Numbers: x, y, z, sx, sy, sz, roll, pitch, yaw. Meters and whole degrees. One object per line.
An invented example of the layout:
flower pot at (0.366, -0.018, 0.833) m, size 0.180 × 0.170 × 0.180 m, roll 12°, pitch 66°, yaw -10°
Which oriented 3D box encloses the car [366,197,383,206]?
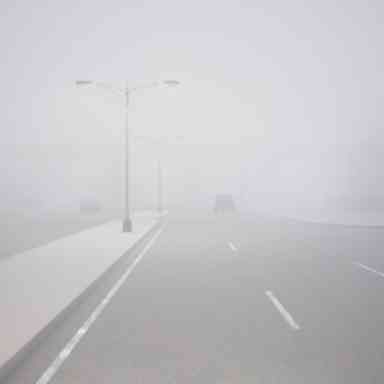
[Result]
car at (29.701, 1.601, 55.829) m, size 4.892 × 1.490 × 1.837 m, roll 0°, pitch -1°, yaw 0°

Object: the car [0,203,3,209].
car at (-26.220, 1.606, 41.375) m, size 4.902 × 1.511 × 2.128 m, roll 0°, pitch 0°, yaw 0°

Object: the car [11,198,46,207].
car at (-25.572, 1.615, 52.070) m, size 5.008 × 1.535 × 1.882 m, roll 0°, pitch 0°, yaw 0°

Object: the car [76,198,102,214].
car at (-11.622, 1.572, 37.939) m, size 1.882 × 1.535 × 5.008 m, roll 3°, pitch -1°, yaw -25°

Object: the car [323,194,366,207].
car at (23.701, 1.312, 52.392) m, size 5.566 × 2.045 × 2.150 m, roll -1°, pitch 0°, yaw -2°

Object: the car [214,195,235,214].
car at (3.577, 1.302, 36.556) m, size 2.150 × 2.045 × 5.566 m, roll 0°, pitch 0°, yaw 5°

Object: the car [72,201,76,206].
car at (-17.523, 1.663, 55.554) m, size 4.674 × 1.442 × 1.812 m, roll 0°, pitch 0°, yaw 0°
